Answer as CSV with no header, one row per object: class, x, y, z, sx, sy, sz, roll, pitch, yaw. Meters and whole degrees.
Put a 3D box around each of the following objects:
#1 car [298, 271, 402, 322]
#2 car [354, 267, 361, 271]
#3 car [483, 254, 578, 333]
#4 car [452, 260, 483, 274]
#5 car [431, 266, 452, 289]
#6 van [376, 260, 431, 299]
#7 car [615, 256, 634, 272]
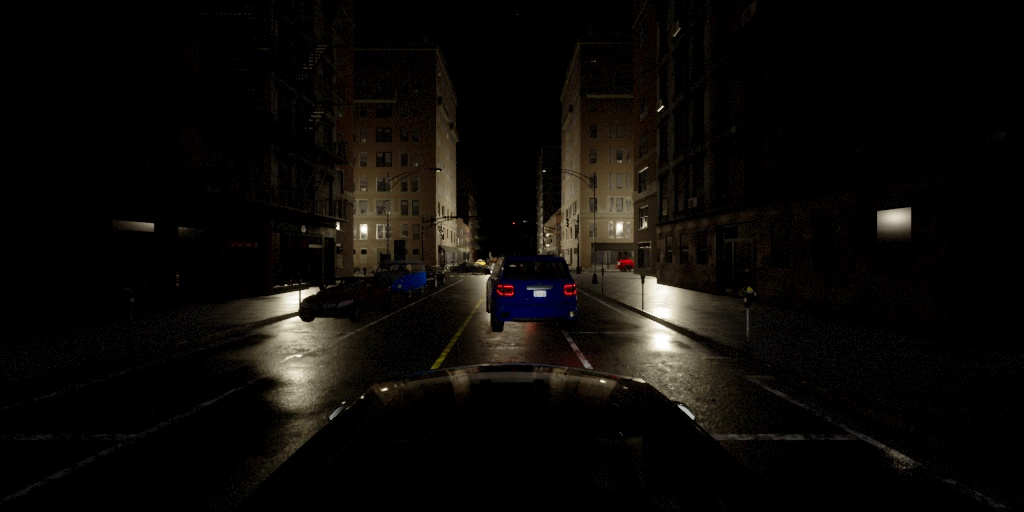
car,-5.395,1.331,12.159,1.802,1.307,4.207,0,0,0
car,-19.485,1.449,40.013,4.718,1.301,1.895,0,0,0
car,0.358,0.971,11.003,2.150,2.045,5.566,0,0,-6
car,-4.454,1.359,40.044,4.718,1.301,1.895,0,0,0
car,-5.394,1.299,22.971,2.007,1.370,4.403,0,0,0
van,-5.394,1.090,17.565,1.690,1.789,3.998,0,0,0
car,15.327,0.877,43.024,5.566,2.045,2.150,0,0,0
